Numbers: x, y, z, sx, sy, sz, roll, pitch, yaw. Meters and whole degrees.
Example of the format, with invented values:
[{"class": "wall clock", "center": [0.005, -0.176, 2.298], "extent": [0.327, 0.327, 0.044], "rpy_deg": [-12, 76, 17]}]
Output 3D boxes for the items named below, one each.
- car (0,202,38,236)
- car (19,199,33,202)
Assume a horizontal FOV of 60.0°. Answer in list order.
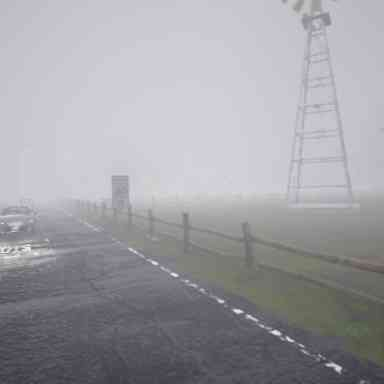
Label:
[{"class": "car", "center": [-10.133, 1.586, 19.341], "extent": [2.128, 1.511, 4.902], "rpy_deg": [-2, 1, -26]}, {"class": "car", "center": [-21.072, 1.634, 42.211], "extent": [2.128, 1.511, 4.902], "rpy_deg": [-2, 1, -26]}]
